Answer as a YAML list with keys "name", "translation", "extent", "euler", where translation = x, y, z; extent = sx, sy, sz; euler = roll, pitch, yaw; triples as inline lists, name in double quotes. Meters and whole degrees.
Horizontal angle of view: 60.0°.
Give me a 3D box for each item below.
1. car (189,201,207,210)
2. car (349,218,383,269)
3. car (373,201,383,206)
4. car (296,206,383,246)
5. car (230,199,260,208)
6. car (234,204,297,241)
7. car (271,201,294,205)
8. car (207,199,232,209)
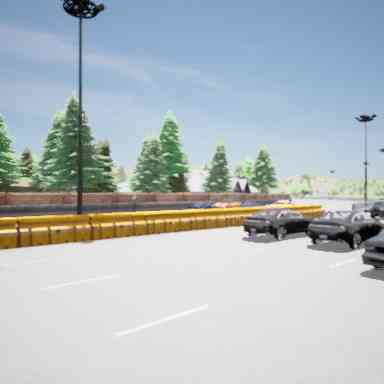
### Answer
- name: "car"
  translation: [1.488, 1.882, 44.003]
  extent: [1.994, 1.385, 4.181]
  euler: [0, -1, 43]
- name: "car"
  translation: [7.174, 1.627, 10.419]
  extent: [5.357, 1.411, 2.033]
  euler: [0, -1, -42]
- name: "car"
  translation: [18.105, 1.582, 30.773]
  extent: [2.097, 1.767, 4.553]
  euler: [0, -1, 43]
- name: "car"
  translation: [7.099, 1.606, 15.072]
  extent: [4.902, 1.511, 2.128]
  euler: [0, 0, -42]
- name: "car"
  translation: [6.822, 1.852, 39.475]
  extent: [1.994, 1.385, 4.181]
  euler: [0, -1, 43]
- name: "car"
  translation: [4.736, 1.623, 17.654]
  extent: [4.902, 1.511, 2.128]
  euler: [0, 0, -42]
- name: "car"
  translation: [10.258, 1.756, 38.020]
  extent: [1.882, 1.535, 5.008]
  euler: [0, -1, 43]
- name: "car"
  translation: [4.462, 1.657, 42.070]
  extent: [2.097, 1.767, 4.553]
  euler: [0, -1, 43]
